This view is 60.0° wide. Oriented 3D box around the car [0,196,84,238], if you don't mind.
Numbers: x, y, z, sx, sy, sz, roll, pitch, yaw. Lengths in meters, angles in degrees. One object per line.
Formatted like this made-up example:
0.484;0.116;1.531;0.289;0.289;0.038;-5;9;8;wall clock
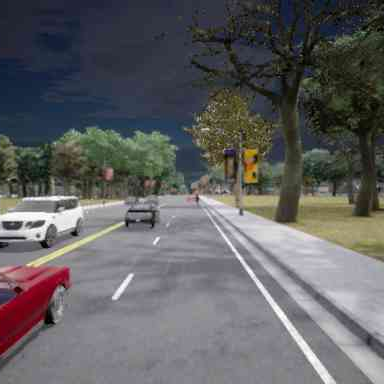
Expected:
-6.603;1.201;14.887;2.150;2.045;5.566;0;0;0;car

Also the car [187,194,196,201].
-0.020;1.254;78.675;2.097;1.767;4.553;0;0;0;car

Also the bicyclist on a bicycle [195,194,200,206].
0.881;1.308;51.349;0.659;1.776;1.843;0;0;0;bicyclist on a bicycle

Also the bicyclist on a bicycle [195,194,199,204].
0.878;1.301;60.352;0.659;1.776;1.843;0;0;0;bicyclist on a bicycle

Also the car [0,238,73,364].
-3.150;1.594;4.133;1.895;1.301;4.718;0;0;0;car

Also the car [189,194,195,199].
-0.023;1.265;91.972;1.837;1.490;4.892;0;0;0;car

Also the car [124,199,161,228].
-3.156;1.462;21.880;2.128;1.511;4.902;0;0;0;car

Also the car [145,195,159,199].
-6.571;1.286;54.613;2.097;1.767;4.553;0;0;0;car

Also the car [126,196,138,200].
-9.818;1.439;54.492;1.837;1.490;4.892;0;0;1;car
